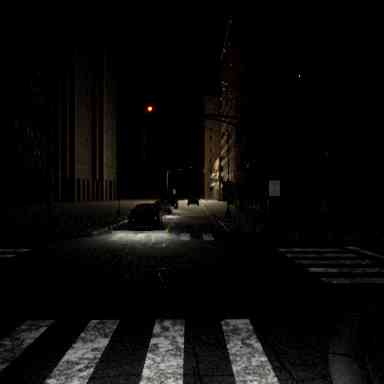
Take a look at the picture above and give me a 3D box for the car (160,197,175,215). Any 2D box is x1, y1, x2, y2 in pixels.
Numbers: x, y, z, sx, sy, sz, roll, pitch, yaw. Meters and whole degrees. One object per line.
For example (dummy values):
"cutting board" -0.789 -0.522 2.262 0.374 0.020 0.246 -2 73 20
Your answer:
"car" -3.040 1.527 34.085 1.812 1.442 4.674 0 0 0

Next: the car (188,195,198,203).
"car" 0.213 1.476 67.871 1.882 1.535 5.008 0 0 0

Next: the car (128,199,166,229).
"car" -2.979 1.478 21.843 1.882 1.535 5.008 0 0 -2

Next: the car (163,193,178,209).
"car" -3.007 1.222 45.070 2.150 2.045 5.566 0 0 1

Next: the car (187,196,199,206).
"car" 0.202 1.526 55.223 1.812 1.442 4.674 0 0 0
